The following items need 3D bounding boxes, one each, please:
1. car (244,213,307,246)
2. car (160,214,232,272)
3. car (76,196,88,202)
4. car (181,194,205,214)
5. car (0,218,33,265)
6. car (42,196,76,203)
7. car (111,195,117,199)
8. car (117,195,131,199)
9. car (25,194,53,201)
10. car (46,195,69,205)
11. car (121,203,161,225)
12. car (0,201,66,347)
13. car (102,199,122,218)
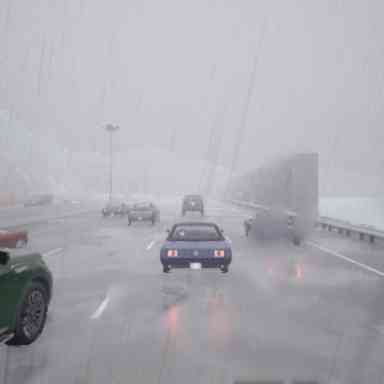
[{"bbox_3d":[3.600,1.622,15.365,1.895,1.301,4.718,0,0,0],"label":"car"},{"bbox_3d":[0.101,1.615,10.787,1.895,1.301,4.718,0,0,0],"label":"car"},{"bbox_3d":[-27.308,1.628,81.936,2.033,1.411,5.357,0,0,0],"label":"car"},{"bbox_3d":[0.098,1.267,34.103,2.150,2.045,5.566,0,0,0],"label":"car"},{"bbox_3d":[-6.895,1.614,10.081,1.895,1.301,4.718,0,0,0],"label":"car"},{"bbox_3d":[-17.509,1.584,44.065,1.812,1.442,4.674,0,0,1],"label":"car"},{"bbox_3d":[-20.345,1.510,86.885,1.994,1.385,4.181,0,0,0],"label":"car"},{"bbox_3d":[-16.826,1.510,84.684,2.128,1.511,4.902,0,0,0],"label":"car"},{"bbox_3d":[-20.997,1.283,45.987,2.150,2.045,5.566,0,0,1],"label":"car"},{"bbox_3d":[-24.146,1.431,59.896,2.097,1.767,4.553,0,0,2],"label":"car"},{"bbox_3d":[-3.402,1.524,24.152,2.128,1.511,4.902,0,0,0],"label":"car"},{"bbox_3d":[-3.400,1.226,3.213,2.150,2.045,5.566,0,0,0],"label":"car"},{"bbox_3d":[-6.903,1.642,31.018,1.895,1.301,4.718,0,0,0],"label":"car"}]
